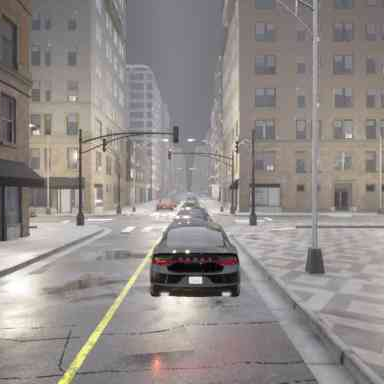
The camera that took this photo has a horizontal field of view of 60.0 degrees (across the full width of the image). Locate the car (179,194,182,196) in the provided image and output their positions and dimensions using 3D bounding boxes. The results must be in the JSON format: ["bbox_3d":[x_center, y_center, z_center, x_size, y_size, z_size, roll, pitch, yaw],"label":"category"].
[{"bbox_3d":[-3.179,1.501,59.701,1.837,1.490,4.892,0,0,0],"label":"car"}]

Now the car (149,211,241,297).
[{"bbox_3d":[0.059,1.477,8.618,1.882,1.535,5.008,0,0,0],"label":"car"}]

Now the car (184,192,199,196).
[{"bbox_3d":[-0.147,1.351,72.370,2.097,1.767,4.553,0,0,0],"label":"car"}]

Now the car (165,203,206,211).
[{"bbox_3d":[0.073,1.546,18.428,2.033,1.411,5.357,0,0,5],"label":"car"}]

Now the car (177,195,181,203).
[{"bbox_3d":[-3.159,1.544,49.527,2.033,1.411,5.357,0,0,0],"label":"car"}]

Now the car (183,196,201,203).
[{"bbox_3d":[-0.048,1.523,37.034,1.812,1.442,4.674,0,0,2],"label":"car"}]

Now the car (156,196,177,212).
[{"bbox_3d":[-3.172,1.474,39.796,1.882,1.535,5.008,0,0,-1],"label":"car"}]

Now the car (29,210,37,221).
[{"bbox_3d":[-14.120,1.598,24.570,4.718,1.301,1.895,0,0,-1],"label":"car"}]
